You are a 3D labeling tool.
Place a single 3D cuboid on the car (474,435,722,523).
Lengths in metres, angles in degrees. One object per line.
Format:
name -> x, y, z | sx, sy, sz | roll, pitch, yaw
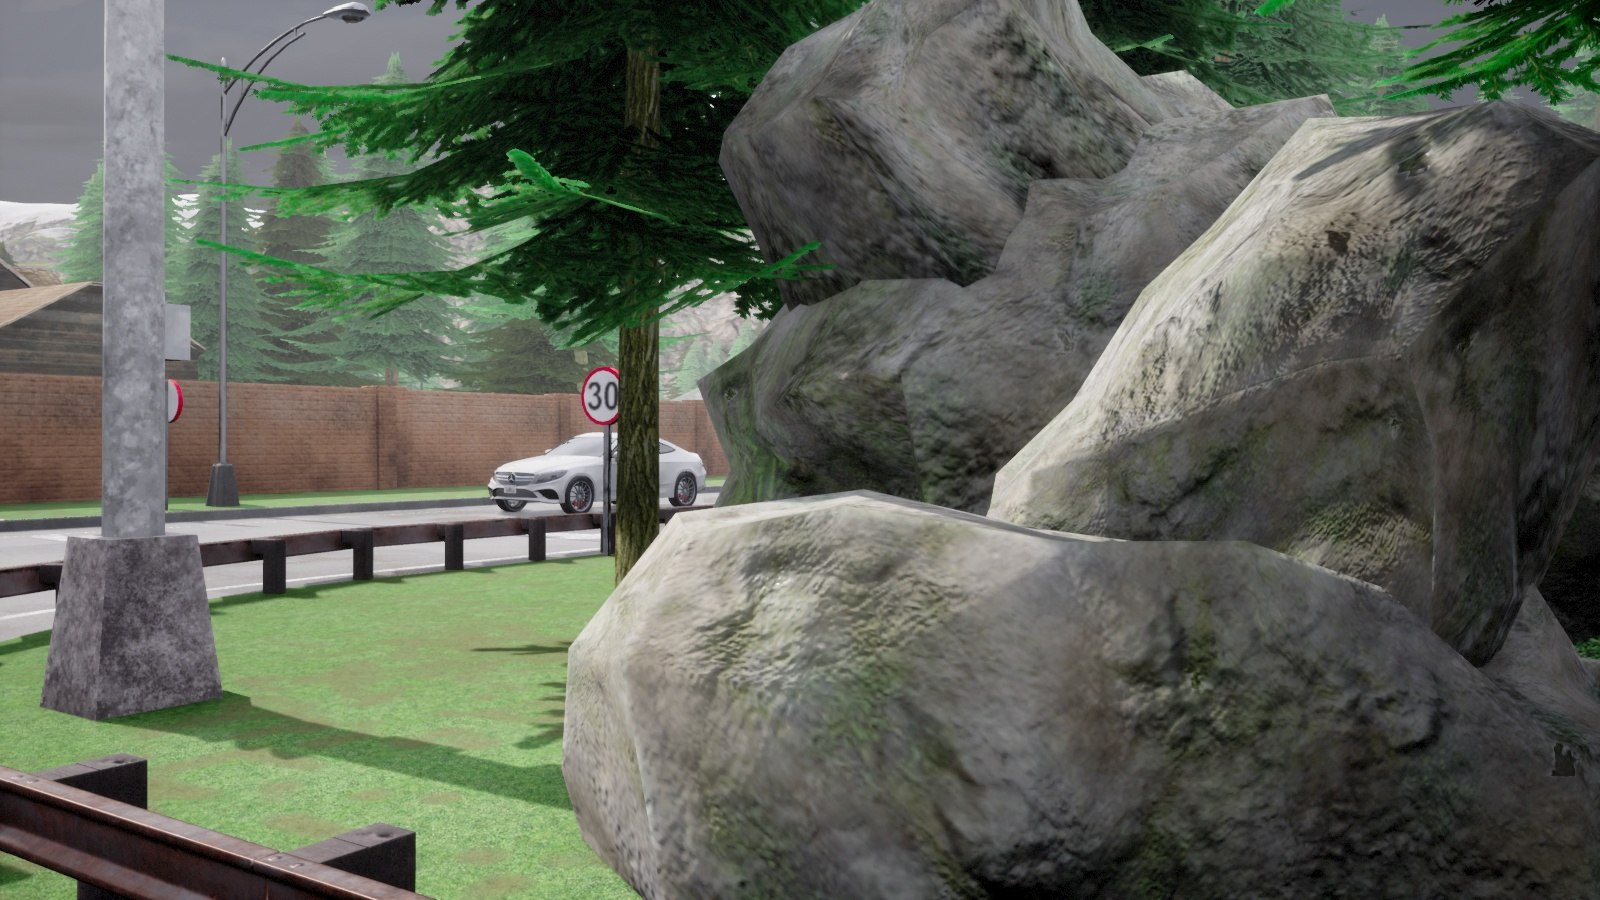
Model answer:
car -> -3.607, 0.457, 23.271 | 1.812, 1.442, 4.674 | 0, 1, 34
